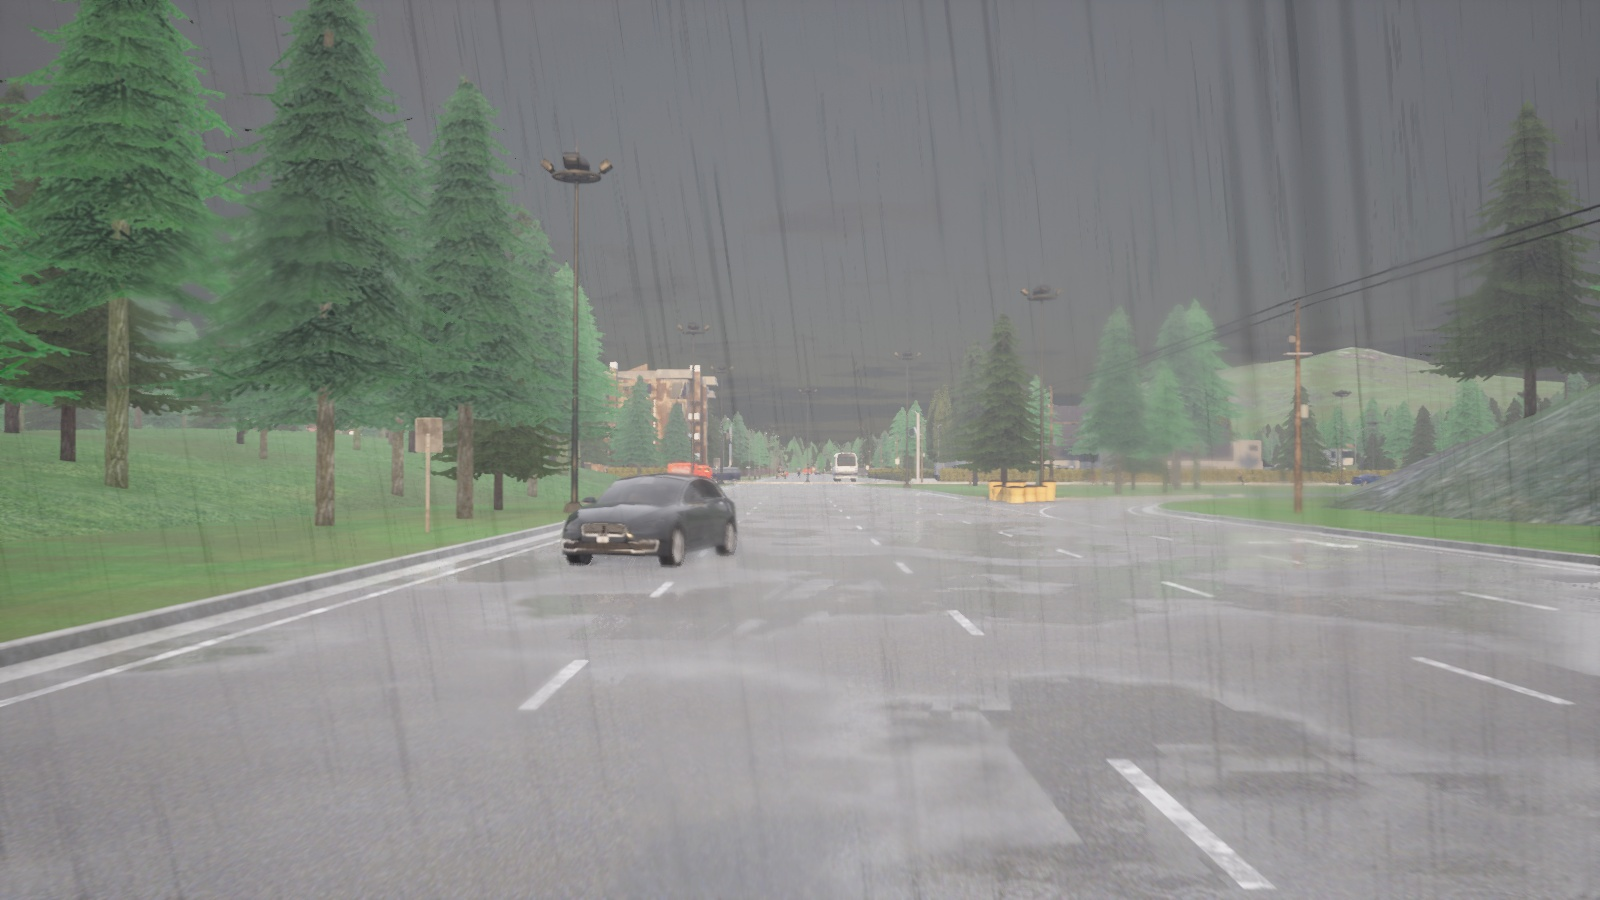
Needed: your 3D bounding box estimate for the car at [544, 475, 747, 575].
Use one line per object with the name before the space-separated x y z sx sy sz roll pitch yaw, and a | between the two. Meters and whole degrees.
car | -2.490 1.192 21.661 1.837 1.490 4.892 0 -1 14
